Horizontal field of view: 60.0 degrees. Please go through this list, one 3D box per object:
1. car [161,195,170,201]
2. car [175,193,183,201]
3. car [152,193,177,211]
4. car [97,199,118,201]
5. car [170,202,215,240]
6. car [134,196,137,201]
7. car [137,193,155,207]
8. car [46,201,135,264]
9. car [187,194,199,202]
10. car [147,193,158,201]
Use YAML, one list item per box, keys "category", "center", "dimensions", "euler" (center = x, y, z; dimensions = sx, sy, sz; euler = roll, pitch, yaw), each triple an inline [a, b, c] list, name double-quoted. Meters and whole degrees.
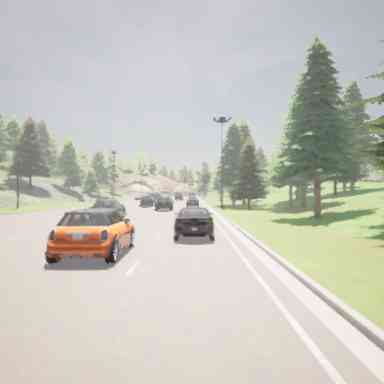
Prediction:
- category: "car"
  center: [-6.990, 1.567, 87.275]
  dimensions: [2.033, 1.411, 5.357]
  euler: [0, 0, 0]
- category: "car"
  center: [-3.490, 1.251, 87.304]
  dimensions: [2.150, 2.045, 5.566]
  euler: [0, 0, 0]
- category: "car"
  center: [-3.395, 1.368, 41.985]
  dimensions: [2.097, 1.767, 4.553]
  euler: [0, 0, 0]
- category: "car"
  center: [-6.897, 1.363, 27.831]
  dimensions: [2.097, 1.767, 4.553]
  euler: [0, 0, 0]
- category: "car"
  center: [0.102, 1.484, 17.104]
  dimensions: [1.882, 1.535, 5.008]
  euler: [0, 0, 0]
- category: "car"
  center: [-13.990, 1.623, 87.722]
  dimensions: [1.895, 1.301, 4.718]
  euler: [0, 0, 0]
- category: "car"
  center: [-6.896, 1.373, 52.838]
  dimensions: [2.097, 1.767, 4.553]
  euler: [0, 0, 0]
- category: "car"
  center: [-3.398, 1.356, 12.016]
  dimensions: [2.097, 1.767, 4.553]
  euler: [0, 0, 0]
- category: "car"
  center: [0.106, 1.510, 49.267]
  dimensions: [2.128, 1.511, 4.902]
  euler: [0, 0, 0]
- category: "car"
  center: [-10.490, 1.252, 88.138]
  dimensions: [2.150, 2.045, 5.566]
  euler: [0, 0, 0]
